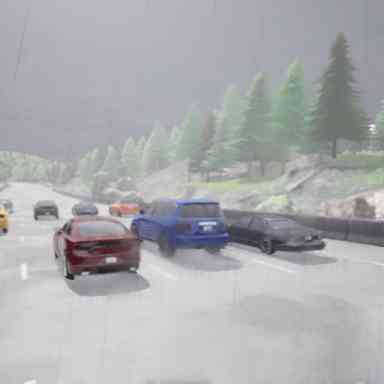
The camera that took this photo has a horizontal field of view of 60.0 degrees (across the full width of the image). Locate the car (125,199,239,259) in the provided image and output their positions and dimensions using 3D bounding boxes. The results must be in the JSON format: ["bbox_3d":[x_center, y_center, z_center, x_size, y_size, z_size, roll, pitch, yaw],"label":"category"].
[{"bbox_3d":[-0.712,1.284,13.301,2.150,2.045,5.566,1,0,-27],"label":"car"}]

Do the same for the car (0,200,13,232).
[{"bbox_3d":[-11.684,1.435,19.294,1.882,1.535,5.008,1,0,-27],"label":"car"}]

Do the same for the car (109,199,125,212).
[{"bbox_3d":[-6.642,1.442,32.425,2.097,1.767,4.553,1,0,-27],"label":"car"}]

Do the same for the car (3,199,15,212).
[{"bbox_3d":[-19.734,1.487,34.899,2.033,1.411,5.357,1,0,-27],"label":"car"}]

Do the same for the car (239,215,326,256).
[{"bbox_3d":[2.924,1.659,13.877,2.033,1.411,5.357,1,0,-27],"label":"car"}]

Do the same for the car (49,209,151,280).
[{"bbox_3d":[-3.090,1.494,10.270,1.882,1.535,5.008,1,0,-27],"label":"car"}]

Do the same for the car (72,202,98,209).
[{"bbox_3d":[-10.225,1.606,31.733,1.994,1.385,4.181,1,0,-27],"label":"car"}]

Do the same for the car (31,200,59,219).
[{"bbox_3d":[-12.782,1.500,29.057,1.837,1.490,4.892,1,0,-27],"label":"car"}]
